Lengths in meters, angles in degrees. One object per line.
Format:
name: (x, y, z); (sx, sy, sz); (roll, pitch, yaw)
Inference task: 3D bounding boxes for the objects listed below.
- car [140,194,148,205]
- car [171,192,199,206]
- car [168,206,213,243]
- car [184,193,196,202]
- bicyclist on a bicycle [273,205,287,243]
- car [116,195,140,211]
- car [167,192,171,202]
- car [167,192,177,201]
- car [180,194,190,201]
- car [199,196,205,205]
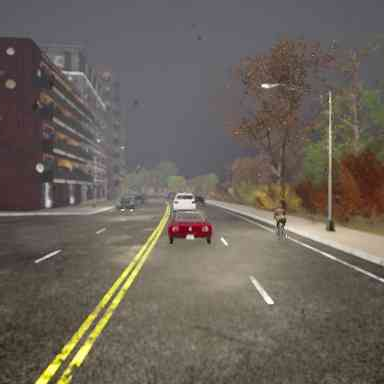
car: (-9.109, 1.406, 57.973); (1.812, 1.442, 4.674); (0, 0, -4)
car: (-0.834, 1.152, 34.430); (2.150, 2.045, 5.566); (0, 0, -3)
car: (-0.124, 1.569, 15.964); (1.895, 1.301, 4.718); (0, 0, -1)
car: (-0.551, 1.189, 71.537); (2.097, 1.767, 4.553); (0, 0, -6)
bicyclist on a bicycle: (3.942, 1.421, 14.892); (0.582, 1.620, 1.656); (0, 0, -1)
car: (-7.860, 1.275, 40.247); (2.097, 1.767, 4.553); (0, 0, -3)
car: (-3.785, 1.362, 71.218); (2.128, 1.511, 4.902); (0, 0, -6)
car: (-4.953, 1.019, 81.600); (2.150, 2.045, 5.566); (0, 0, -7)
car: (-1.708, 1.283, 81.832); (1.882, 1.535, 5.008); (0, 0, -7)
car: (0.996, 1.380, 55.802); (1.837, 1.490, 4.892); (0, 0, -5)
